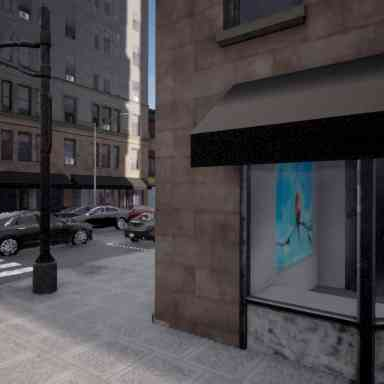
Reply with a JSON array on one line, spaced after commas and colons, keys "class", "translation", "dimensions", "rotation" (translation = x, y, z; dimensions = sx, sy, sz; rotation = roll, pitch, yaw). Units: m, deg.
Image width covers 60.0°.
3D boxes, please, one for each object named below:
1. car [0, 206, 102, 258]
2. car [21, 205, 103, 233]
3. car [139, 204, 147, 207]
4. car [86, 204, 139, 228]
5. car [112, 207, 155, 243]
[{"class": "car", "translation": [-6.209, 1.516, 13.113], "dimensions": [1.837, 1.490, 4.892], "rotation": [0, 0, 35]}, {"class": "car", "translation": [-7.809, 1.563, 20.337], "dimensions": [1.947, 1.339, 4.313], "rotation": [0, 0, 35]}, {"class": "car", "translation": [-4.520, 1.583, 24.970], "dimensions": [1.802, 1.307, 4.206], "rotation": [0, 0, 35]}, {"class": "car", "translation": [-5.680, 1.497, 18.953], "dimensions": [2.128, 1.511, 4.902], "rotation": [0, 0, 35]}, {"class": "car", "translation": [-1.266, 1.573, 15.691], "dimensions": [2.008, 1.369, 4.403], "rotation": [0, 0, 35]}]
